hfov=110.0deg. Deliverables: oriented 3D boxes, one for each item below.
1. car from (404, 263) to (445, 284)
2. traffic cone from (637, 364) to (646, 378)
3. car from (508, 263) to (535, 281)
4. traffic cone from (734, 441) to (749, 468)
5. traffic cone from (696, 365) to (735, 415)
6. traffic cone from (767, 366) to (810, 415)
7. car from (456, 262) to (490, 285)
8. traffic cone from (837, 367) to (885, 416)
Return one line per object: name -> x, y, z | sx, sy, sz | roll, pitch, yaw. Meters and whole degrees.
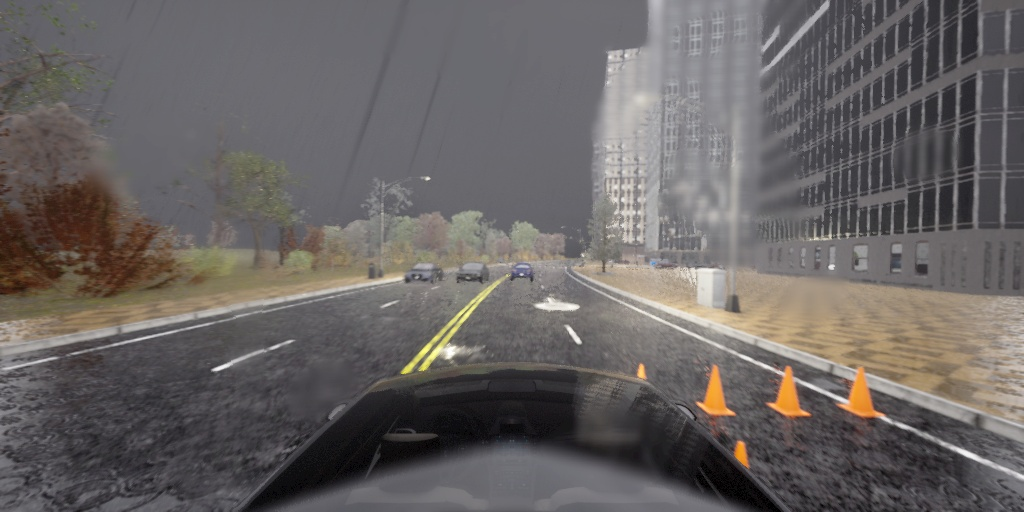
car -> -6.078, 1.190, 25.302 | 1.994, 1.385, 4.181 | 1, 0, 3
traffic cone -> 1.722, 1.742, 4.790 | 0.340, 0.580, 0.340 | 0, 0, -1
car -> 0.935, 1.302, 30.852 | 1.812, 1.442, 4.674 | 1, 0, 4
traffic cone -> 1.770, 1.743, 2.791 | 0.340, 0.580, 0.340 | 0, 0, -1
traffic cone -> 2.721, 1.763, 4.814 | 0.340, 0.580, 0.340 | 0, 0, -1
traffic cone -> 3.720, 1.784, 4.839 | 0.340, 0.580, 0.340 | 0, 0, -1
car -> -2.773, 1.174, 26.288 | 1.882, 1.535, 5.008 | 1, 0, 3
traffic cone -> 4.720, 1.805, 4.864 | 0.340, 0.580, 0.340 | 0, 0, -1
